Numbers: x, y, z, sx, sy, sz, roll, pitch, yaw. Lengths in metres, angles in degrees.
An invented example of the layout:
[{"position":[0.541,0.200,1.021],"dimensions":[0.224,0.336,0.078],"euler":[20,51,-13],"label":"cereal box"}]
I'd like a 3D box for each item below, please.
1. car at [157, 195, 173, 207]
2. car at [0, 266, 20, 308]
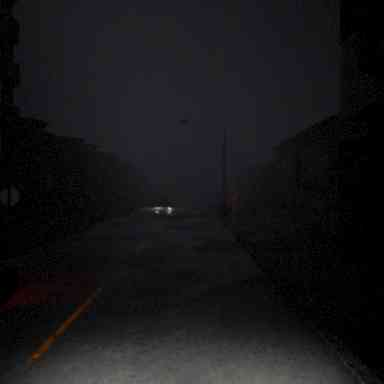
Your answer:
[{"position":[-3.703,1.223,45.688],"dimensions":[1.882,1.535,5.008],"euler":[0,0,1],"label":"car"},{"position":[-4.078,1.574,3.815],"dimensions":[1.895,1.301,4.718],"euler":[0,0,0],"label":"car"}]
